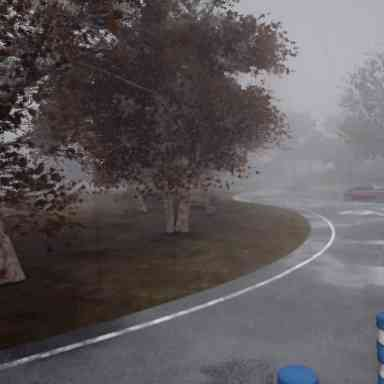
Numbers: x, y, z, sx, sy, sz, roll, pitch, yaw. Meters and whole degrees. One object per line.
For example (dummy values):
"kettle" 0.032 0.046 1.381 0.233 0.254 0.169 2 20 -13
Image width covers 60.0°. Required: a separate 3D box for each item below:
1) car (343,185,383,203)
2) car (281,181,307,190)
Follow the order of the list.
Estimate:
"car" 14.831 0.087 27.577 1.994 1.385 4.181 -6 3 -39
"car" 16.316 -1.050 53.025 4.718 1.301 1.895 -6 3 -39
